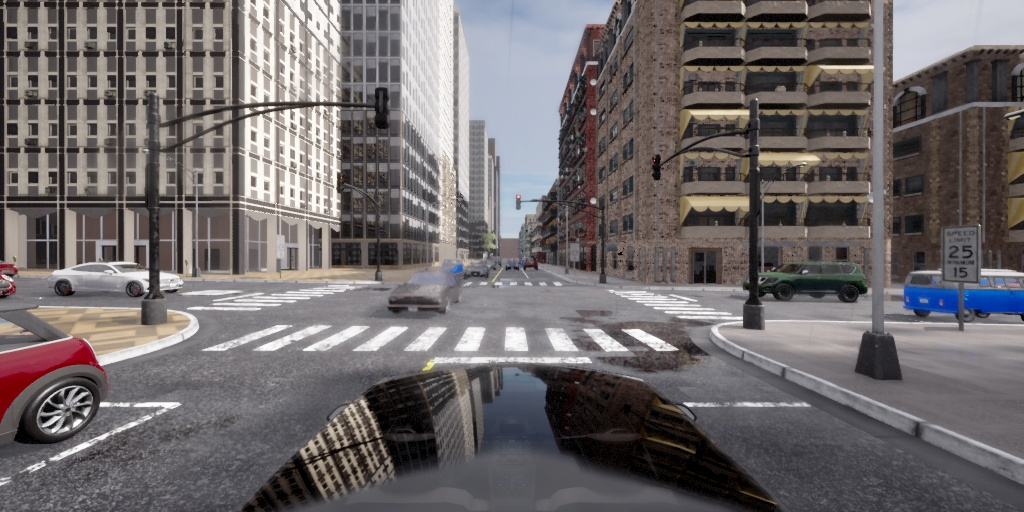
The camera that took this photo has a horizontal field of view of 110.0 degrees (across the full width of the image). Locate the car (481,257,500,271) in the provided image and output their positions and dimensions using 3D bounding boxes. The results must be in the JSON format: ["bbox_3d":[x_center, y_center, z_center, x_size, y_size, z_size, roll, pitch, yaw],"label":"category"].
[{"bbox_3d":[-3.125,1.255,49.443,2.128,1.511,4.902,0,0,0],"label":"car"}]

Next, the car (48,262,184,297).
[{"bbox_3d":[-17.274,0.975,15.724,4.674,1.442,1.812,1,0,-2],"label":"car"}]

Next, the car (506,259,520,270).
[{"bbox_3d":[0.070,1.366,51.698,1.895,1.301,4.718,0,0,0],"label":"car"}]

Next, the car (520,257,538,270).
[{"bbox_3d":[2.661,1.079,51.502,2.192,1.841,5.009,0,0,0],"label":"car"}]

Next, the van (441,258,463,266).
[{"bbox_3d":[-5.710,1.097,34.843,1.690,1.789,3.998,0,0,0],"label":"van"}]

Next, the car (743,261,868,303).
[{"bbox_3d":[15.449,1.297,19.020,5.566,2.045,2.150,1,0,0],"label":"car"}]

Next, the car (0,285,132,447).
[{"bbox_3d":[-5.691,1.190,2.369,1.967,1.591,4.097,0,0,0],"label":"car"}]

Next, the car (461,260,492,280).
[{"bbox_3d":[-3.062,1.319,31.467,1.994,1.385,4.181,0,0,-2],"label":"car"}]

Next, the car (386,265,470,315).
[{"bbox_3d":[-3.064,1.273,13.816,2.033,1.411,5.357,1,0,0],"label":"car"}]

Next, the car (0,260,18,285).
[{"bbox_3d":[-21.154,0.818,13.128,4.097,1.591,1.967,0,0,0],"label":"car"}]

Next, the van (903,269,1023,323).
[{"bbox_3d":[16.905,1.453,13.099,3.998,1.789,1.690,0,0,0],"label":"van"}]
